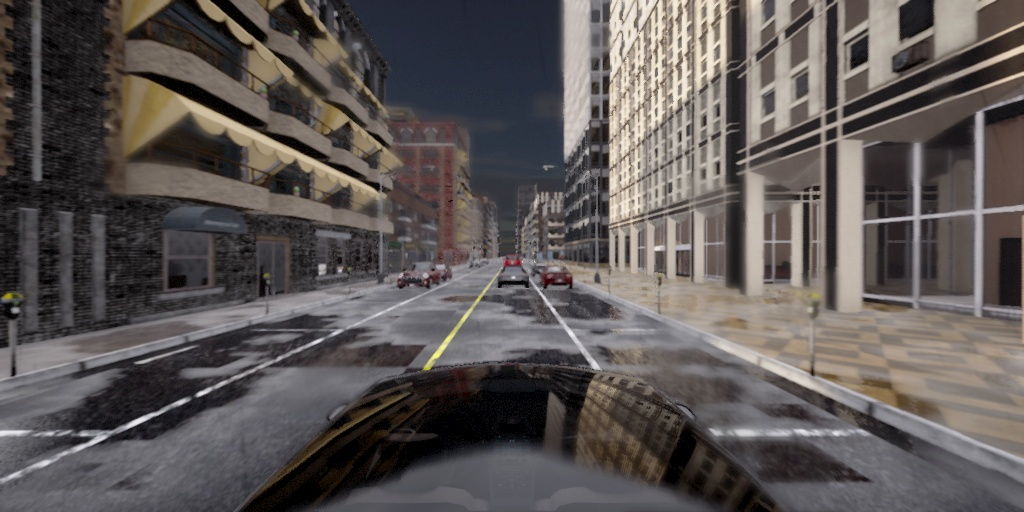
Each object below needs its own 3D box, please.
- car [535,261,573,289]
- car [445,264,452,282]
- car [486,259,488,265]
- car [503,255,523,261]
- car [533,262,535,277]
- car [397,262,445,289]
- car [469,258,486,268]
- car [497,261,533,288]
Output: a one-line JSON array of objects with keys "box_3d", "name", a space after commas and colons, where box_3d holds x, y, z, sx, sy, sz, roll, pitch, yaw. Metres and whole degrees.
[{"box_3d": [2.680, 1.234, 22.393, 1.888, 1.381, 4.507, 0, 0, 0], "name": "car"}, {"box_3d": [-5.703, 1.260, 28.038, 1.802, 1.307, 4.207, 0, 0, 0], "name": "car"}, {"box_3d": [-5.721, 1.144, 61.928, 2.007, 1.370, 4.403, 0, 0, 0], "name": "car"}, {"box_3d": [0.083, 0.856, 42.789, 2.150, 2.045, 5.566, 0, 0, 0], "name": "car"}, {"box_3d": [2.674, 1.208, 33.691, 2.007, 1.370, 4.403, 0, 0, 0], "name": "car"}, {"box_3d": [-5.700, 1.133, 22.389, 1.967, 1.591, 4.097, 0, 0, 0], "name": "car"}, {"box_3d": [-5.719, 1.157, 56.280, 2.007, 1.370, 4.403, 0, 0, 0], "name": "car"}, {"box_3d": [0.088, 1.251, 23.356, 1.994, 1.385, 4.181, 0, 0, 0], "name": "car"}]
